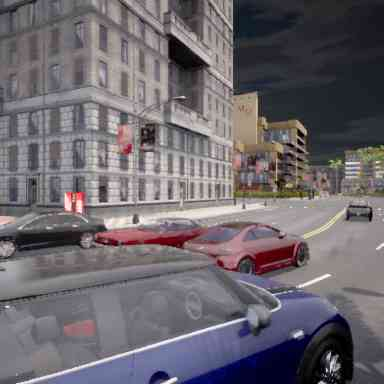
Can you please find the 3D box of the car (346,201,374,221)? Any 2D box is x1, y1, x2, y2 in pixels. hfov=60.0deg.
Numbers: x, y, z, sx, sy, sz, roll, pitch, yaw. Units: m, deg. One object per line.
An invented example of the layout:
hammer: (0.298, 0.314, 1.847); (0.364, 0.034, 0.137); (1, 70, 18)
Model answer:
car: (13.912, 1.480, 27.625); (2.128, 1.511, 4.902); (0, 0, 28)

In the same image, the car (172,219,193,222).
car: (1.661, 1.558, 9.649); (4.181, 1.385, 1.994); (0, 0, -43)

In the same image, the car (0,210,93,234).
car: (-5.651, 1.492, 12.614); (4.892, 1.490, 1.837); (0, 1, -41)

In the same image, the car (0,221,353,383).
car: (-0.367, 1.350, 3.329); (4.553, 1.767, 2.097); (0, 0, -36)

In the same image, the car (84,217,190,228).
car: (-1.129, 1.591, 11.938); (4.718, 1.301, 1.895); (0, 0, -44)
